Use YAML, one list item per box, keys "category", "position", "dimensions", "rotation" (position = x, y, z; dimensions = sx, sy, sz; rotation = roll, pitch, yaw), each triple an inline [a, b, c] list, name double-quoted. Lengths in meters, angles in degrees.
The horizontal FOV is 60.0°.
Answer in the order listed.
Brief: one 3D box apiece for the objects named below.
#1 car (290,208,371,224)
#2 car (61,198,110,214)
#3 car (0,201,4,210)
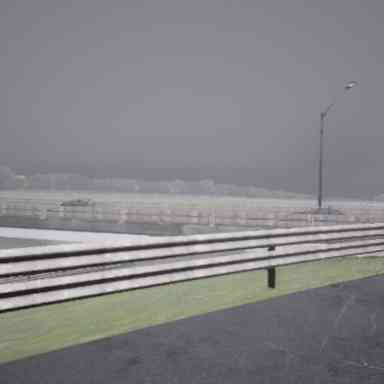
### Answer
- category: "car"
  position: [10.019, 1.891, 24.397]
  dimensions: [5.357, 1.411, 2.033]
  rotation: [1, -1, 5]
- category: "car"
  position: [-9.895, 1.332, 31.073]
  dimensions: [4.902, 1.511, 2.128]
  rotation: [1, 0, 19]
- category: "car"
  position: [-16.007, 1.059, 25.832]
  dimensions: [4.674, 1.442, 1.812]
  rotation: [1, -1, 20]
